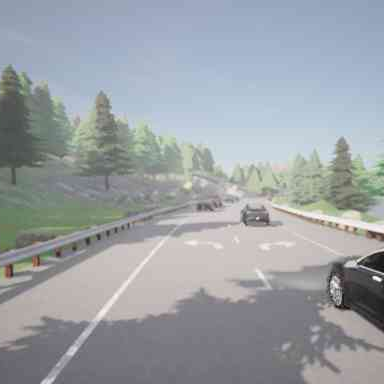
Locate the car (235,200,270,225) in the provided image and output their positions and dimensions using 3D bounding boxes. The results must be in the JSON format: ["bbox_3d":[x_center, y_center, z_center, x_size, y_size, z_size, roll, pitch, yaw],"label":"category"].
[{"bbox_3d":[4.639,1.612,25.004,2.128,1.511,4.902,0,0,4],"label":"car"}]

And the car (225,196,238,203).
[{"bbox_3d":[8.519,1.737,75.419,2.128,1.511,4.902,0,0,12],"label":"car"}]

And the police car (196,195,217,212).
[{"bbox_3d":[1.730,1.621,42.633,1.930,1.638,5.238,0,0,7],"label":"police car"}]

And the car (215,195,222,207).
[{"bbox_3d":[3.130,1.720,52.402,1.882,1.535,5.008,0,0,9],"label":"car"}]

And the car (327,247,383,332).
[{"bbox_3d":[3.692,1.533,5.012,1.837,1.490,4.892,0,0,1],"label":"car"}]
